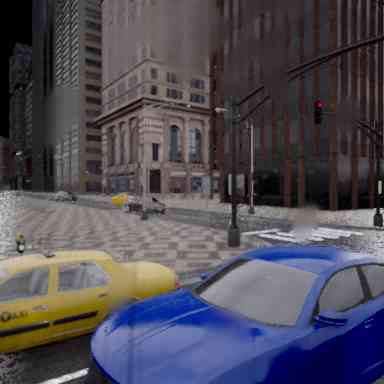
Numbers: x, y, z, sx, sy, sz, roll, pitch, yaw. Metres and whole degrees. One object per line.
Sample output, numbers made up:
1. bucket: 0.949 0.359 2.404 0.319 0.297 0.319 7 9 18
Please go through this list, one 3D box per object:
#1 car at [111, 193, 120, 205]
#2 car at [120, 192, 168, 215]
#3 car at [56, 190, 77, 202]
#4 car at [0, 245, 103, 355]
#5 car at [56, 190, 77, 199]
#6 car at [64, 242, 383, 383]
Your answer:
1. car: -7.509 0.794 37.524 1.882 1.535 5.008 0 1 -36
2. car: -3.776 1.036 26.823 1.837 1.490 4.892 0 1 -36
3. car: -17.323 0.602 45.803 1.837 1.490 4.892 0 1 -35
4. car: -2.417 1.525 4.925 4.829 1.417 1.752 0 0 -36
5. car: -21.590 0.422 57.160 2.033 1.411 5.357 0 1 -36
6. car: 1.271 1.472 4.163 5.008 1.535 1.882 0 0 -36
